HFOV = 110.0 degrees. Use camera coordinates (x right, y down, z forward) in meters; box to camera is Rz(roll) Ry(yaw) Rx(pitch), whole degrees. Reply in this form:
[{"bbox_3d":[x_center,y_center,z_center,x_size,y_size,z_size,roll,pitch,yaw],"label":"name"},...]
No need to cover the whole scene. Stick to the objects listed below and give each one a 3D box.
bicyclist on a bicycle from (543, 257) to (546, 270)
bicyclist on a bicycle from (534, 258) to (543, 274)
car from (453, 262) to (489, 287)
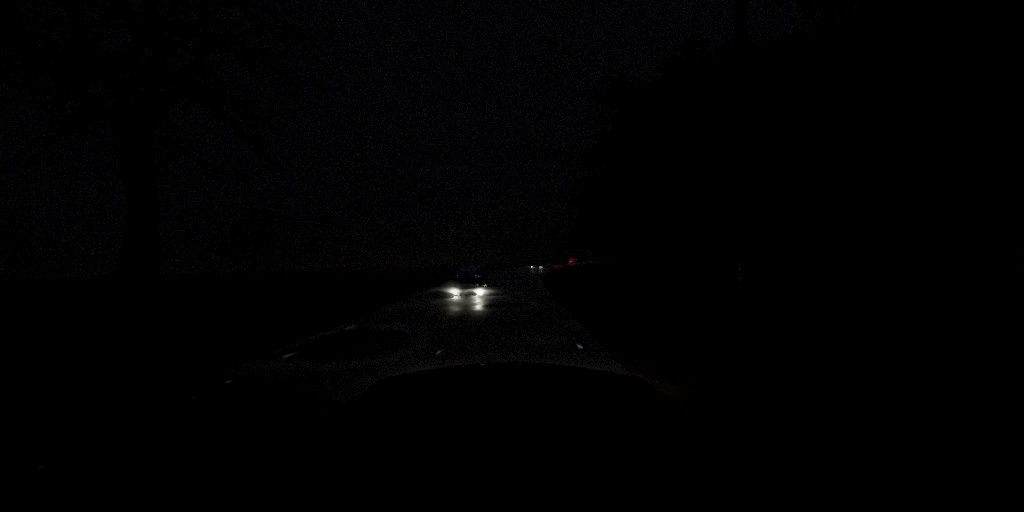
[{"bbox_3d":[4.478,1.075,49.482,0.659,1.776,1.843,0,0,12],"label":"bicyclist on a bicycle"},{"bbox_3d":[2.845,1.102,40.782,0.659,1.776,1.843,0,0,9],"label":"bicyclist on a bicycle"},{"bbox_3d":[-2.748,1.222,24.943,1.882,1.535,5.008,0,0,3],"label":"car"}]
